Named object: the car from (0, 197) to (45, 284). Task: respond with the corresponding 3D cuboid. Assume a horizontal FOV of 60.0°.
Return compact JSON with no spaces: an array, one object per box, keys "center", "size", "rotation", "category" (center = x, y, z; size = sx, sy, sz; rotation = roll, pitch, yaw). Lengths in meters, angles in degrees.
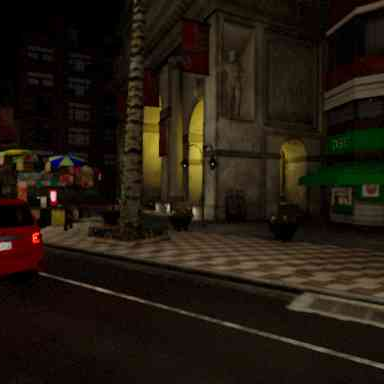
[{"center":[-5.850,1.126,8.055],"size":[5.566,2.045,2.150],"rotation":[1,0,35],"category":"car"}]
